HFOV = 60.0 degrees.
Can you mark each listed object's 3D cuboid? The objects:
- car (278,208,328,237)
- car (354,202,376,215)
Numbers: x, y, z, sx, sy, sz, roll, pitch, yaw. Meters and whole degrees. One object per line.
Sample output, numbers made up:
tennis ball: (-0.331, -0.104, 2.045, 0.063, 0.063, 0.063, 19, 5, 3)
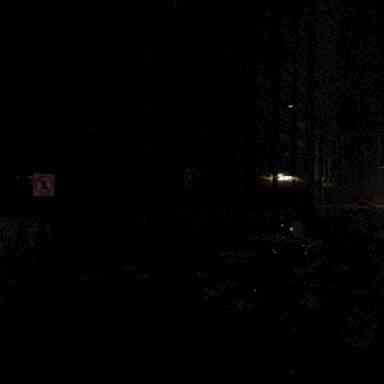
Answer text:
car: (6.676, 1.740, 19.697, 1.837, 1.490, 4.892, 1, 0, 35)
car: (20.927, 1.906, 40.172, 1.882, 1.535, 5.008, 1, 0, 35)
